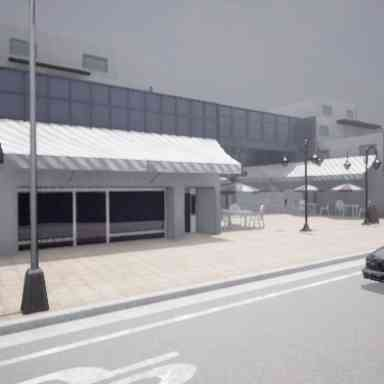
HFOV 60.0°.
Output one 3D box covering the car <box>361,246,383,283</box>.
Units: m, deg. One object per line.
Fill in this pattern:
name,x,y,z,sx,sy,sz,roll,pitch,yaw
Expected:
car,6.436,1.440,8.153,5.357,1.411,2.033,-1,0,-33
